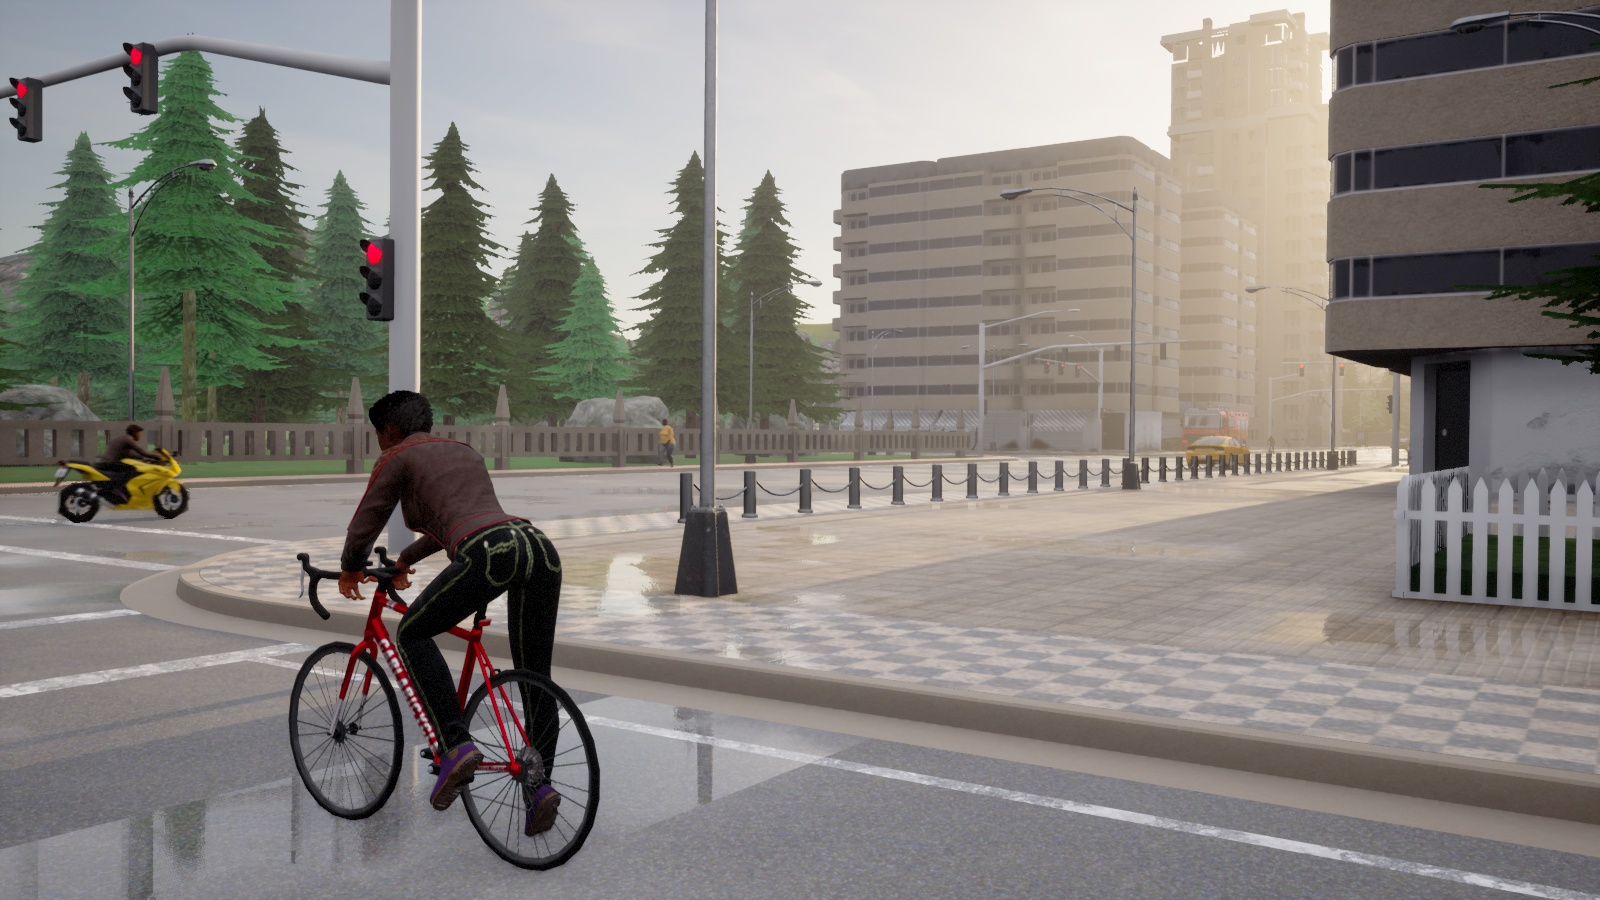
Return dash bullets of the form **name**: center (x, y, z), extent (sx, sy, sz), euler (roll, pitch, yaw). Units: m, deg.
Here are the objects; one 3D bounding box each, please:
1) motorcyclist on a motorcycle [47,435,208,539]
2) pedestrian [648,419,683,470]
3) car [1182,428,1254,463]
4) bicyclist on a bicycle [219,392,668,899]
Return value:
- **motorcyclist on a motorcycle**: center (-10.420, 0.541, 19.523), extent (0.797, 1.523, 2.044), euler (-1, 1, 37)
- **pedestrian**: center (-4.946, -0.197, 46.273), extent (0.874, 1.855, 0.900), euler (0, 1, 33)
- **car**: center (19.315, -0.256, 57.875), extent (1.882, 1.535, 5.008), euler (0, 1, 34)
- **bicyclist on a bicycle**: center (-1.313, 0.635, 4.495), extent (1.656, 1.620, 0.582), euler (0, 1, 34)
